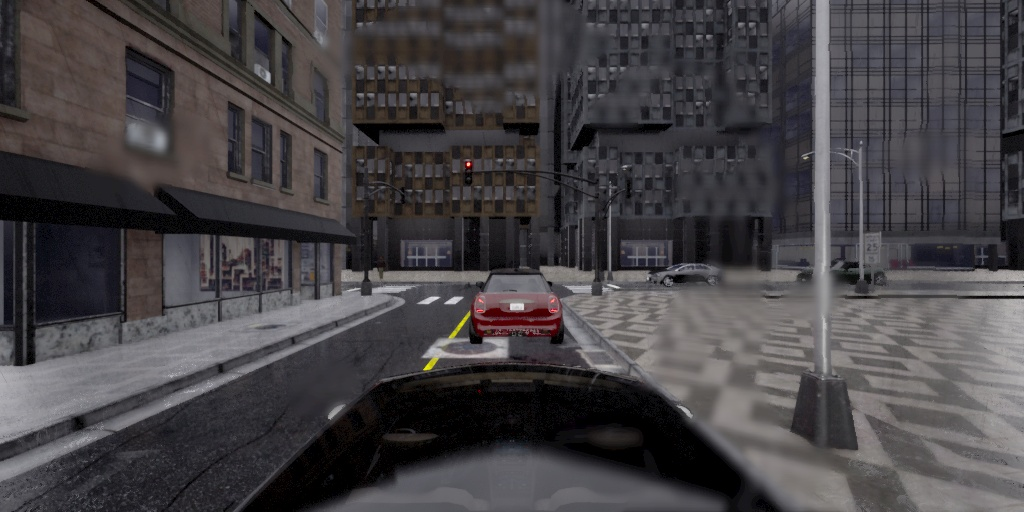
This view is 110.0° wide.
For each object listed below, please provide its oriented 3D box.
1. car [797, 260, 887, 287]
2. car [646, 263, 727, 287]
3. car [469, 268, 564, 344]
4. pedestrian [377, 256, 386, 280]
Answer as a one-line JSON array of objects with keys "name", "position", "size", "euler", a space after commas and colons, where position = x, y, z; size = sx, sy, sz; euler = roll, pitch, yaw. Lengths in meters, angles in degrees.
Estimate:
[{"name": "car", "position": [21.529, 1.074, 23.548], "size": [4.553, 1.767, 2.097], "euler": [0, 0, 1]}, {"name": "car", "position": [11.427, 1.223, 23.658], "size": [4.902, 1.511, 2.128], "euler": [0, 0, 0]}, {"name": "car", "position": [0.071, 1.102, 9.751], "size": [2.097, 1.767, 4.553], "euler": [0, 0, -1]}, {"name": "pedestrian", "position": [-9.832, 0.902, 26.936], "size": [0.375, 1.860, 0.375], "euler": [0, 0, 1]}]
